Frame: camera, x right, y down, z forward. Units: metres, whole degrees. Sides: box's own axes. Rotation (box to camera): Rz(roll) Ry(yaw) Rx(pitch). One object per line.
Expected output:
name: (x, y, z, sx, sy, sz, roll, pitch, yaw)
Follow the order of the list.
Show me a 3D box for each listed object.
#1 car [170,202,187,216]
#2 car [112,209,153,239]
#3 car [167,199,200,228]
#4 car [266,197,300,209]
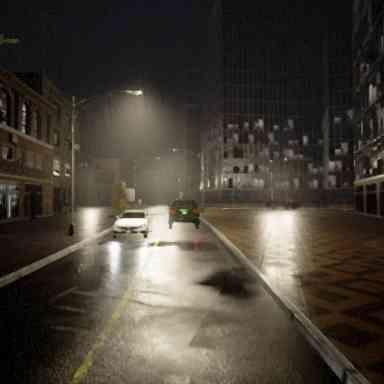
car: (-1.643, 1.959, 39.597, 1.812, 1.442, 4.674, 0, -1, -4)
car: (-3.256, 1.734, 18.949, 1.812, 1.442, 4.674, 0, -1, -2)
car: (-0.637, 1.496, 24.830, 2.150, 2.045, 5.566, 0, 0, -3)
car: (13.779, 1.732, 50.411, 5.009, 1.841, 2.192, 0, -2, 15)
